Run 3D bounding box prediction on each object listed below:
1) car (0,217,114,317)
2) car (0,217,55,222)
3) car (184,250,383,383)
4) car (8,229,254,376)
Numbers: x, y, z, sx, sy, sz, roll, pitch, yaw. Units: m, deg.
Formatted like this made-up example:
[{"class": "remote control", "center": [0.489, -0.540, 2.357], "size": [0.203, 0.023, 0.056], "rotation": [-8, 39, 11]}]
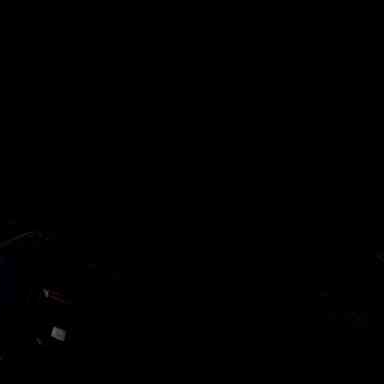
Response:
[{"class": "car", "center": [-2.365, 1.457, 7.441], "size": [2.097, 1.535, 5.008], "rotation": [1, 0, 35]}, {"class": "car", "center": [-4.652, 1.465, 9.043], "size": [2.163, 1.488, 4.792], "rotation": [1, 1, 35]}, {"class": "car", "center": [2.281, 1.477, 4.126], "size": [2.231, 1.521, 4.892], "rotation": [0, 0, 35]}, {"class": "car", "center": [-0.094, 1.471, 5.821], "size": [2.097, 1.535, 5.008], "rotation": [0, 0, 36]}]
